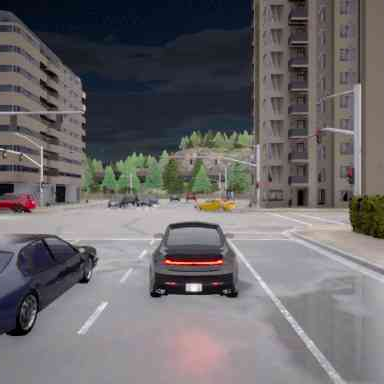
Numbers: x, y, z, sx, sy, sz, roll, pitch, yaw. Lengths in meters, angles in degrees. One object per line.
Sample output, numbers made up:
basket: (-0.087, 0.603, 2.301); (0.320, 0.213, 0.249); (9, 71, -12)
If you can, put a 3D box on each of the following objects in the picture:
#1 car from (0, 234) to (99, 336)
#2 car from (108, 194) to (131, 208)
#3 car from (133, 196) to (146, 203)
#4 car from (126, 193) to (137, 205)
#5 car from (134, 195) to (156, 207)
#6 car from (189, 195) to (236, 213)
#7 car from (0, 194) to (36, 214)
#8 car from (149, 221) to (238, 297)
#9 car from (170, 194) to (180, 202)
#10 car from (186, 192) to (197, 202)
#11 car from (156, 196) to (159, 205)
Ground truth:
car: (-3.462, 1.547, 6.598); (2.033, 1.411, 5.357); (0, 0, 0)
car: (-10.671, 1.491, 47.589); (2.128, 1.511, 4.902); (0, 0, 0)
car: (-10.634, 1.564, 67.489); (1.994, 1.385, 4.181); (0, 0, 0)
car: (-10.679, 1.221, 57.455); (2.150, 2.045, 5.566); (0, 0, 0)
car: (-7.167, 1.564, 50.946); (1.994, 1.385, 4.181); (0, 0, 0)
car: (2.581, 1.478, 37.701); (5.008, 1.535, 1.882); (0, 1, 34)
car: (-19.350, 1.221, 34.958); (5.566, 2.045, 2.150); (0, 0, 0)
car: (0.048, 1.505, 8.528); (1.837, 1.490, 4.892); (0, 0, 0)
car: (-3.634, 1.194, 72.985); (2.097, 1.767, 4.553); (0, 0, 0)
car: (-0.134, 1.064, 73.052); (2.150, 2.045, 5.566); (0, 0, 0)
car: (-7.177, 1.352, 59.524); (2.097, 1.767, 4.553); (0, 0, 0)
